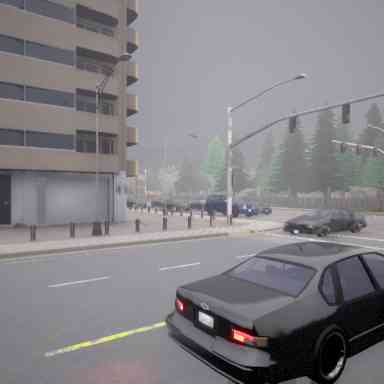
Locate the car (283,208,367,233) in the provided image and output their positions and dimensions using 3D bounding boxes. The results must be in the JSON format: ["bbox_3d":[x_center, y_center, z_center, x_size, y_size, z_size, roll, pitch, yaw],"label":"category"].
[{"bbox_3d":[7.229,1.547,17.729,5.357,1.411,2.033,0,0,-35],"label":"car"}]

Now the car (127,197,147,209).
[{"bbox_3d":[-8.185,1.560,47.846,1.837,1.490,4.892,0,0,-36],"label":"car"}]

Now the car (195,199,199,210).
[{"bbox_3d":[1.077,1.581,40.976,1.812,1.442,4.674,0,0,-36],"label":"car"}]

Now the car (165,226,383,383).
[{"bbox_3d":[2.217,1.547,5.361,5.357,1.411,2.033,0,0,-35],"label":"car"}]

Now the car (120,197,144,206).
[{"bbox_3d":[-10.339,1.603,56.893,2.033,1.411,5.357,0,0,-35],"label":"car"}]

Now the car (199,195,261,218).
[{"bbox_3d":[3.488,1.277,31.624,2.150,2.045,5.566,0,0,-36],"label":"car"}]

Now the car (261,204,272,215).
[{"bbox_3d":[6.110,1.619,33.974,1.994,1.385,4.181,0,0,-36],"label":"car"}]

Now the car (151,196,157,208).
[{"bbox_3d":[-4.164,1.407,48.252,2.097,1.767,4.553,0,0,-36],"label":"car"}]

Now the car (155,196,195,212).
[{"bbox_3d":[-2.106,1.560,39.393,1.837,1.490,4.892,0,0,-36],"label":"car"}]
